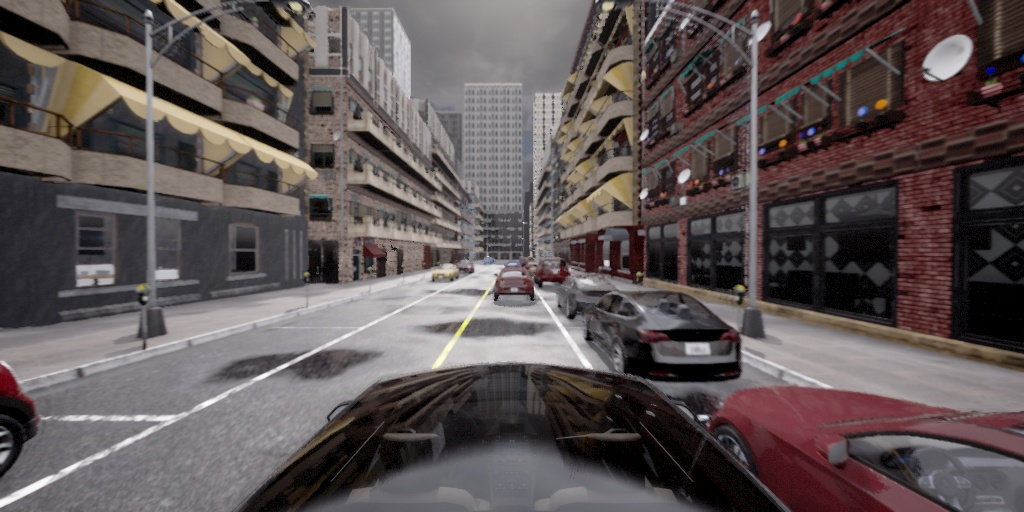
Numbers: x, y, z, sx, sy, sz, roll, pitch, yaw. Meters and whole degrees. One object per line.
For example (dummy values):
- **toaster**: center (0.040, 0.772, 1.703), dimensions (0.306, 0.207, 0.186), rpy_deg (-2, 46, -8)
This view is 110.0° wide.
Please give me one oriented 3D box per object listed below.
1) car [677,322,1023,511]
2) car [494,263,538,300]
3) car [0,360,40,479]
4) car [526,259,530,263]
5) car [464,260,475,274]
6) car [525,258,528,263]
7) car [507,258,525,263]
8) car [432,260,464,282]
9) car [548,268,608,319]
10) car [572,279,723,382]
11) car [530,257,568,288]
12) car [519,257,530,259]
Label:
- **car**: center (2.564, 1.332, 1.468), dimensions (1.802, 1.307, 4.207), rpy_deg (0, 0, 0)
- **car**: center (0.095, 1.267, 17.468), dimensions (1.812, 1.442, 4.674), rpy_deg (0, 0, 0)
- **car**: center (-5.316, 1.191, 1.450), dimensions (1.967, 1.591, 4.097), rpy_deg (0, 0, 0)
- **car**: center (2.583, 1.257, 34.931), dimensions (1.751, 1.417, 4.829), rpy_deg (0, 0, 0)
- **car**: center (-5.295, 1.169, 40.294), dimensions (1.967, 1.591, 4.097), rpy_deg (0, 0, 0)
- **car**: center (2.588, 1.307, 45.859), dimensions (1.802, 1.307, 4.207), rpy_deg (0, 0, 0)
- **car**: center (0.118, 1.256, 36.822), dimensions (1.812, 1.442, 4.674), rpy_deg (0, 0, 0)
- **car**: center (-5.301, 1.261, 29.026), dimensions (1.751, 1.417, 4.829), rpy_deg (0, 0, 0)
- **car**: center (2.570, 1.294, 12.565), dimensions (2.007, 1.370, 4.403), rpy_deg (0, 0, 0)
- **car**: center (2.567, 1.313, 7.016), dimensions (1.948, 1.339, 4.313), rpy_deg (0, 0, 0)
- **car**: center (2.576, 1.052, 23.663), dimensions (2.192, 1.841, 5.009), rpy_deg (0, 0, 0)
- **car**: center (2.594, 1.032, 56.957), dimensions (2.192, 1.841, 5.009), rpy_deg (0, 0, 0)
